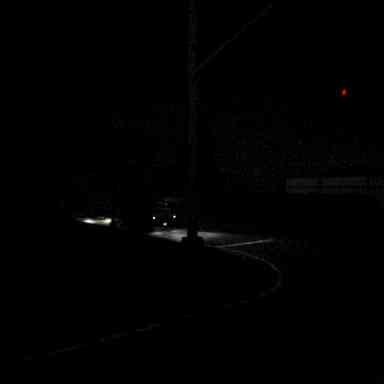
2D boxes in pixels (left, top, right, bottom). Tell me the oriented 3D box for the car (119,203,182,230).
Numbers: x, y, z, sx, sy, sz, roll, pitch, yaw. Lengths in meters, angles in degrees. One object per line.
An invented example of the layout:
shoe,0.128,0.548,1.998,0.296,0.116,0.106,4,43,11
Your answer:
car,-2.915,1.601,21.628,1.895,1.301,4.718,0,0,-37

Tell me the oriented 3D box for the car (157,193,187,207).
car,-2.334,1.223,47.696,5.566,2.045,2.150,0,0,-43

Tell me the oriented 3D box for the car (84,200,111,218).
car,-8.704,1.478,30.434,1.882,1.535,5.008,0,0,-23
